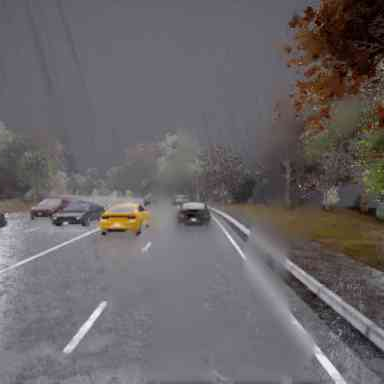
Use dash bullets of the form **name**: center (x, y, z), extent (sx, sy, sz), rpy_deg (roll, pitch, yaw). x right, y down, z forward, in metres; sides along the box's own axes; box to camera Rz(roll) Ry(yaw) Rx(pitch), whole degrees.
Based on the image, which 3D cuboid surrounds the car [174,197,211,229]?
- **car**: center (0.090, 1.283, 20.036), extent (1.882, 1.535, 5.008), rpy_deg (0, 1, 0)

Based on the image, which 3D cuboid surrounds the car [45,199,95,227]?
- **car**: center (-7.068, 1.336, 21.287), extent (2.033, 1.411, 5.357), rpy_deg (0, 1, 0)

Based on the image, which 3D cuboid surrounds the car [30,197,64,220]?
- **car**: center (-10.559, 1.207, 25.477), extent (1.882, 1.535, 5.008), rpy_deg (0, 1, -1)

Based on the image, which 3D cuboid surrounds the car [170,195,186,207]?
- **car**: center (-1.638, 1.060, 41.681), extent (2.128, 1.511, 4.902), rpy_deg (0, 0, -10)

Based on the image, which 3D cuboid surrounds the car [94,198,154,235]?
- **car**: center (-3.406, 1.314, 17.629), extent (1.882, 1.535, 5.008), rpy_deg (0, 1, 0)

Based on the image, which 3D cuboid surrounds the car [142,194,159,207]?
- **car**: center (-5.116, 1.046, 41.423), extent (1.837, 1.490, 4.892), rpy_deg (1, 1, -10)

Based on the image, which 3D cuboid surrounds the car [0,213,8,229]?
- **car**: center (-10.505, 1.418, 14.964), extent (2.033, 1.411, 5.357), rpy_deg (0, 1, 0)
